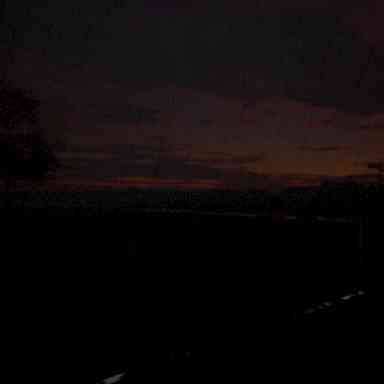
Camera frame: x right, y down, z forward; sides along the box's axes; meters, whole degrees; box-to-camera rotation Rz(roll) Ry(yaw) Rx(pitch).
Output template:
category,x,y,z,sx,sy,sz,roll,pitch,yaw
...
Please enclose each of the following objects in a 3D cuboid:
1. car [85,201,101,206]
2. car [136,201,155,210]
category,x,y,z,sx,sy,sz,roll,pitch,yaw
car,-25.836,3.019,88.503,2.033,1.411,5.357,-1,-1,-34
car,-8.099,2.293,57.733,2.128,1.511,4.902,-1,-1,-34
